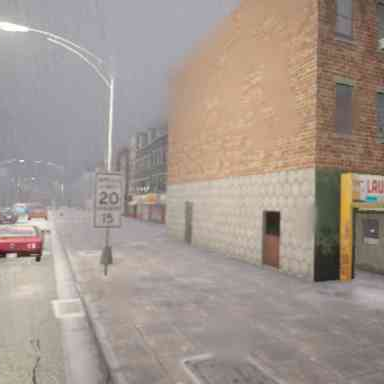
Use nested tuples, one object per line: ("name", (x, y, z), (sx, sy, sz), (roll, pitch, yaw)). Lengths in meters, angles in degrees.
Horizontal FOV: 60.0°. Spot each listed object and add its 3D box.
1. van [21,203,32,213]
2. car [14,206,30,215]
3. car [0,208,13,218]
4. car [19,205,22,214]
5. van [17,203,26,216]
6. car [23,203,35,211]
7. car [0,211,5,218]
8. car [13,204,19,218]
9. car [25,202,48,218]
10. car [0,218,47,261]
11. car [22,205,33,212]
("van", (-32.137, 3.047, 64.526), (1.690, 1.788, 3.998), (2, -2, -23))
("car", (-27.810, 2.989, 54.554), (1.947, 1.339, 4.313), (2, -2, -23))
("car", (-14.816, 2.131, 24.664), (1.887, 1.381, 4.507), (2, -2, -23))
("car", (-19.079, 2.384, 34.473), (1.752, 1.417, 4.829), (2, -2, -23))
("van", (-25.640, 2.623, 49.581), (1.690, 1.788, 3.998), (2, -2, -23))
("car", (-36.468, 3.308, 74.490), (2.192, 1.841, 5.009), (2, -2, -23))
("car", (-12.651, 2.000, 19.683), (2.008, 1.369, 4.403), (2, -2, -23))
("car", (-16.980, 2.164, 29.650), (1.967, 1.590, 4.097), (2, -2, -23))
("car", (-18.847, 2.469, 40.826), (2.097, 1.767, 4.553), (3, -2, -23))
("car", (-7.041, 1.959, 13.504), (1.895, 1.301, 4.718), (3, -2, -23))
("car", (-34.307, 3.393, 69.500), (1.887, 1.381, 4.507), (2, -2, -23))
